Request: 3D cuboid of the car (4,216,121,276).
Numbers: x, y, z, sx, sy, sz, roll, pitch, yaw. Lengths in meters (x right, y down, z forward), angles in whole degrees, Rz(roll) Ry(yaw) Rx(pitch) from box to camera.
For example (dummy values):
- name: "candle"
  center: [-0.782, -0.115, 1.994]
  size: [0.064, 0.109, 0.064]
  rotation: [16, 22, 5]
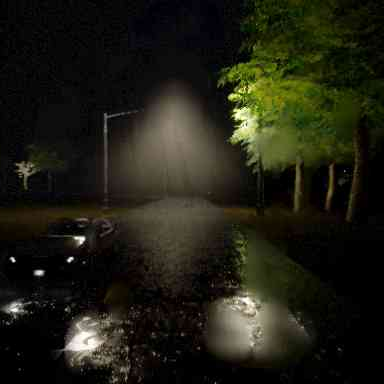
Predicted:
- name: "car"
  center: [-3.603, 1.500, 10.494]
  size: [2.033, 1.411, 5.357]
  rotation: [0, 0, 0]
